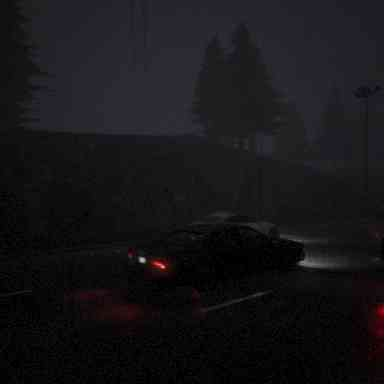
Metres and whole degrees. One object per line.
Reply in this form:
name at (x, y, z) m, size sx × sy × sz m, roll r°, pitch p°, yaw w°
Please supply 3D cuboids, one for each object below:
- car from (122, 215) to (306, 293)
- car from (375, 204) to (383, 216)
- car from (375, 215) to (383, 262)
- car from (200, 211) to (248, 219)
car at (0.843, 1.571, 8.991) m, size 5.357 × 1.411 × 2.033 m, roll 0°, pitch 0°, yaw -39°
car at (15.933, 1.521, 25.642) m, size 4.902 × 1.511 × 2.128 m, roll 0°, pitch 0°, yaw -39°
car at (7.322, 1.500, 9.734) m, size 4.902 × 1.511 × 2.128 m, roll 0°, pitch 0°, yaw -39°
car at (1.772, 1.561, 14.249) m, size 4.674 × 1.442 × 1.812 m, roll 0°, pitch 0°, yaw -39°
